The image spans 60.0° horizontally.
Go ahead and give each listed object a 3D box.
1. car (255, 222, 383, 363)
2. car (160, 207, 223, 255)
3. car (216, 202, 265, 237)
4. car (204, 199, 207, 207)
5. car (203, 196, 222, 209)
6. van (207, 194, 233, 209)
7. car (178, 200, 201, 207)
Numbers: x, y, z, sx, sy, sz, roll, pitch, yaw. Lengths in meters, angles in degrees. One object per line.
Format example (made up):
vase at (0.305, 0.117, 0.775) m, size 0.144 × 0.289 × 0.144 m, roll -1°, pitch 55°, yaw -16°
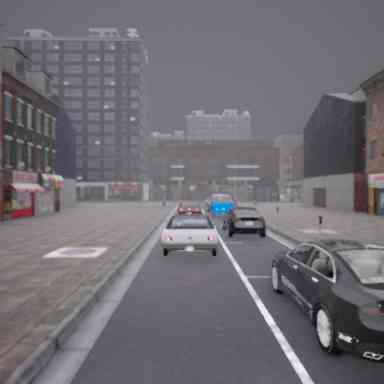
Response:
car at (2.594, 1.491, 5.803) m, size 2.008 × 1.369 × 4.403 m, roll 0°, pitch 1°, yaw 0°
car at (-0.067, 1.476, 12.654) m, size 1.895 × 1.301 × 4.718 m, roll 0°, pitch 1°, yaw 0°
car at (2.500, 1.402, 16.678) m, size 1.947 × 1.339 × 4.313 m, roll 0°, pitch 1°, yaw 0°
car at (2.360, 1.130, 32.988) m, size 1.967 × 1.590 × 4.097 m, roll 0°, pitch 0°, yaw 0°
car at (2.311, 1.167, 38.596) m, size 1.752 × 1.417 × 4.829 m, roll 0°, pitch 0°, yaw 0°
van at (2.408, 1.079, 27.550) m, size 1.690 × 1.788 × 3.998 m, roll 0°, pitch 0°, yaw 0°
car at (-0.196, 1.338, 27.655) m, size 1.895 × 1.301 × 4.718 m, roll 0°, pitch 1°, yaw 0°
